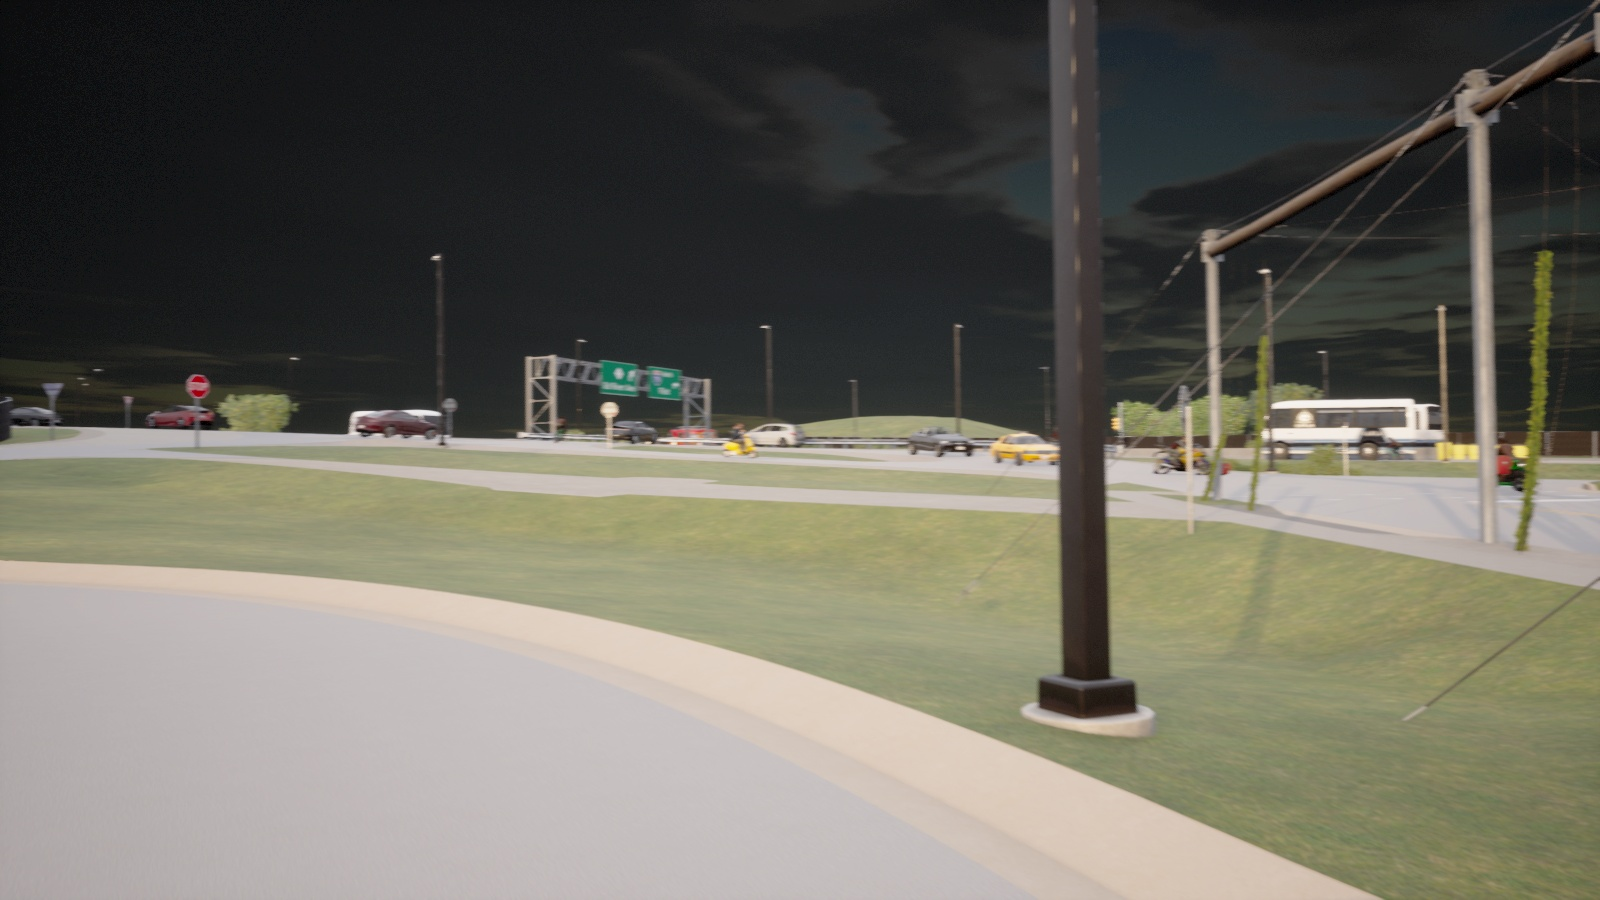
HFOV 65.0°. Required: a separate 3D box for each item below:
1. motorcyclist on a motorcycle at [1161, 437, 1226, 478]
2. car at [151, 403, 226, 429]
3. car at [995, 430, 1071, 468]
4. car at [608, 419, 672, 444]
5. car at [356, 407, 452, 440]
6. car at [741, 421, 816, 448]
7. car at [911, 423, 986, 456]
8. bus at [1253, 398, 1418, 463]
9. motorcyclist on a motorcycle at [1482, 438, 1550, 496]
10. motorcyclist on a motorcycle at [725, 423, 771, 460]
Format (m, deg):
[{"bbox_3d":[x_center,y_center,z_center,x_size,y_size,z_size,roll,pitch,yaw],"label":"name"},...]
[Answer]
[{"bbox_3d":[15.029,0.280,47.988,2.191,1.530,0.866,1,0,33],"label":"motorcyclist on a motorcycle"},{"bbox_3d":[-37.874,-2.107,77.744,4.514,1.525,2.007,2,0,31],"label":"car"},{"bbox_3d":[10.811,-0.104,58.741,1.801,1.575,5.366,-1,2,-9],"label":"car"},{"bbox_3d":[-10.264,-1.180,80.917,2.128,1.511,4.902,3,1,18],"label":"car"},{"bbox_3d":[-20.043,-1.311,63.750,1.812,1.442,4.674,3,0,29],"label":"car"},{"bbox_3d":[-1.477,-1.073,86.448,4.611,1.667,2.242,2,0,28],"label":"car"},{"bbox_3d":[8.229,-0.623,70.125,2.152,1.651,5.027,-1,2,-20],"label":"car"},{"bbox_3d":[36.832,-1.249,86.451,10.273,4.253,3.944,0,-1,26],"label":"bus"},{"bbox_3d":[19.886,0.449,34.931,0.797,1.523,2.044,0,1,2],"label":"motorcyclist on a motorcycle"},{"bbox_3d":[-2.340,-0.398,56.787,1.817,1.590,0.866,3,1,27],"label":"motorcyclist on a motorcycle"}]
